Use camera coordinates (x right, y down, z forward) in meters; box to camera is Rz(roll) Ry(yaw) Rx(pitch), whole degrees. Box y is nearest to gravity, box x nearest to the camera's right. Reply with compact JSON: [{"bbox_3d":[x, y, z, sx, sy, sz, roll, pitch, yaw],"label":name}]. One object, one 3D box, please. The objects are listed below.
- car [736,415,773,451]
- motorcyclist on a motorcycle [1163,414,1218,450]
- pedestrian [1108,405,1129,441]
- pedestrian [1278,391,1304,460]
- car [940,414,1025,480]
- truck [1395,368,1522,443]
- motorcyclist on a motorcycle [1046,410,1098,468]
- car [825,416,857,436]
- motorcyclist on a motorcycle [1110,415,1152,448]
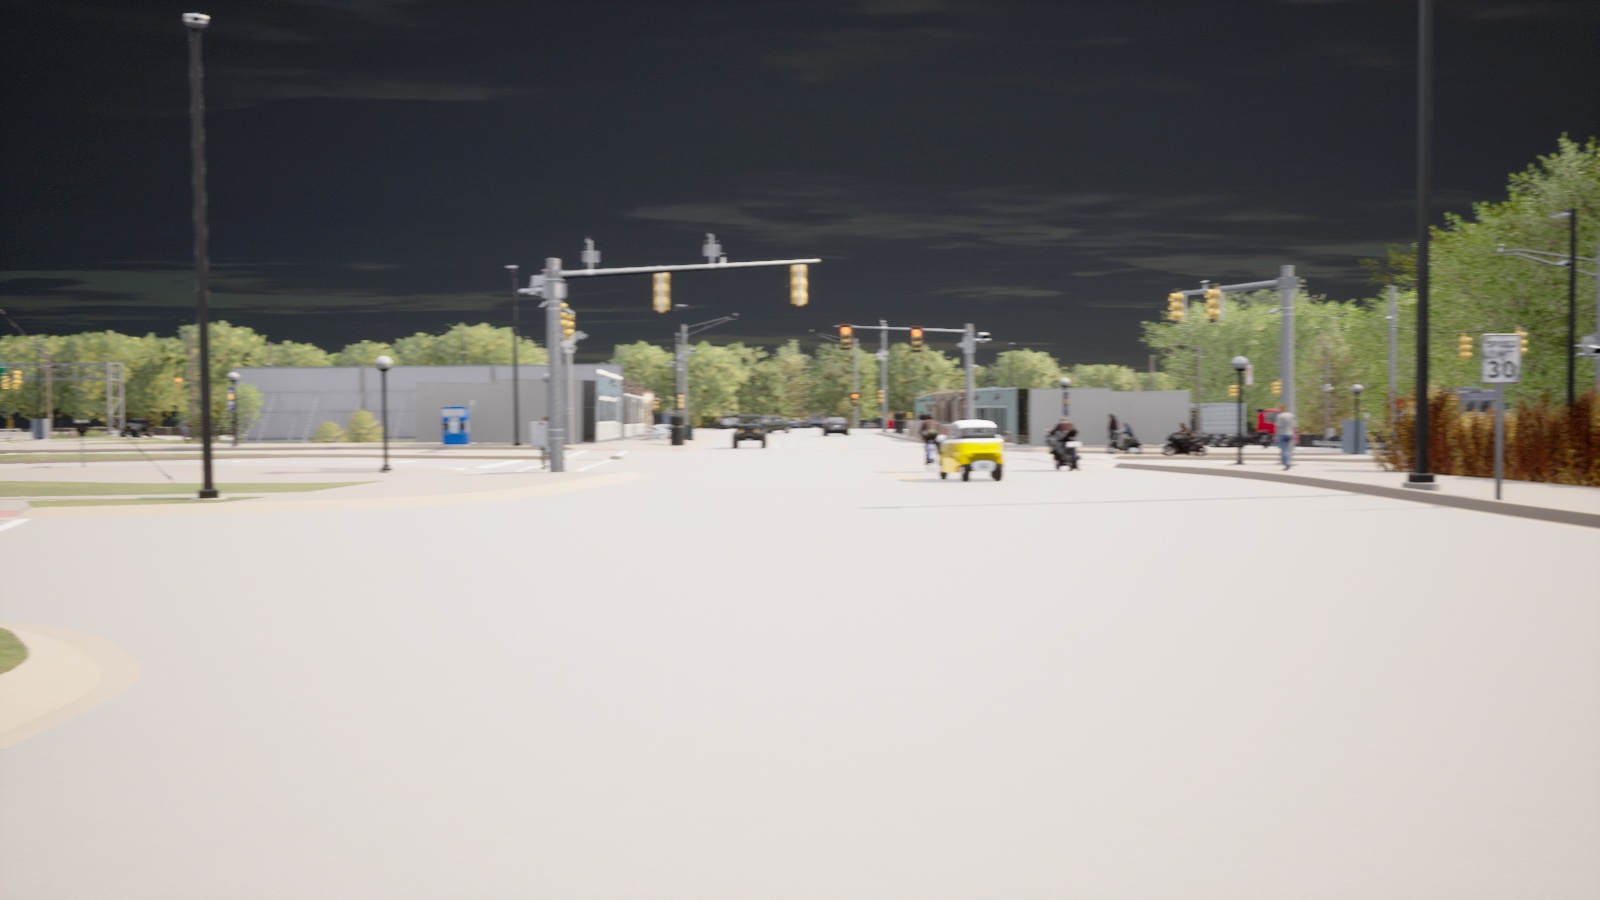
[{"bbox_3d":[-2.502,-0.988,69.719,1.905,1.878,3.866,-2,2,-1],"label":"car"},{"bbox_3d":[16.518,-0.767,53.107,2.044,1.523,0.797,0,2,-7],"label":"motorcyclist on a motorcycle"},{"bbox_3d":[16.416,-1.401,64.756,0.899,1.844,0.634,-2,2,-1],"label":"pedestrian"},{"bbox_3d":[13.216,-0.659,33.807,0.354,1.836,0.706,-2,2,-6],"label":"pedestrian"},{"bbox_3d":[4.117,-0.088,28.567,1.481,1.376,2.207,-2,1,-3],"label":"car"},{"bbox_3d":[37.169,-2.407,71.272,2.891,3.827,8.468,-2,0,2],"label":"truck"},{"bbox_3d":[7.495,-0.295,34.715,0.866,1.530,2.191,-2,0,-1],"label":"motorcyclist on a motorcycle"},{"bbox_3d":[3.201,-1.906,99.118,2.163,1.488,4.792,-2,2,-3],"label":"car"},{"bbox_3d":[15.960,-0.899,60.534,1.817,1.590,0.866,0,1,0],"label":"motorcyclist on a motorcycle"}]
